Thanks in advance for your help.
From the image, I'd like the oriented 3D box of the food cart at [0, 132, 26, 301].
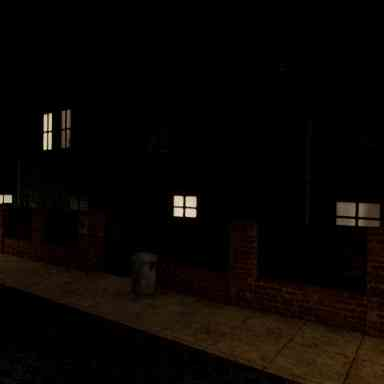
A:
[{"bbox_3d":[-6.300,0.462,7.808,4.660,3.560,2.280,2,0,35],"label":"food cart"}]
